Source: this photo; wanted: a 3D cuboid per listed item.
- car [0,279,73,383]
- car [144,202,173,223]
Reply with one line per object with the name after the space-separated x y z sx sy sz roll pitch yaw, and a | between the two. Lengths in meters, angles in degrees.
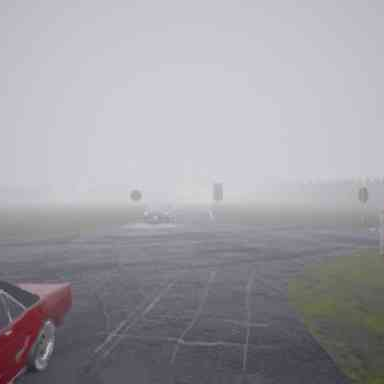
-2.743 1.595 2.839 1.895 1.301 4.718 0 0 0 | car
-2.470 1.488 25.297 1.812 1.442 4.674 0 0 1 | car
